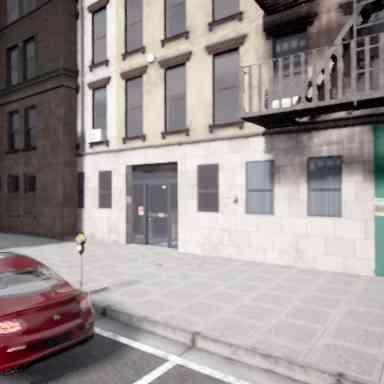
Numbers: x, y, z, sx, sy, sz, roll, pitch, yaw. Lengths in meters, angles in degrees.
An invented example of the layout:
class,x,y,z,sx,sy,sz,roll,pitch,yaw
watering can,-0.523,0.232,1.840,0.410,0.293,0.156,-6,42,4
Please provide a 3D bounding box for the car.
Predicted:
class,x,y,z,sx,sy,sz,roll,pitch,yaw
car,-3.260,1.608,5.151,4.206,1.307,1.802,0,0,36
